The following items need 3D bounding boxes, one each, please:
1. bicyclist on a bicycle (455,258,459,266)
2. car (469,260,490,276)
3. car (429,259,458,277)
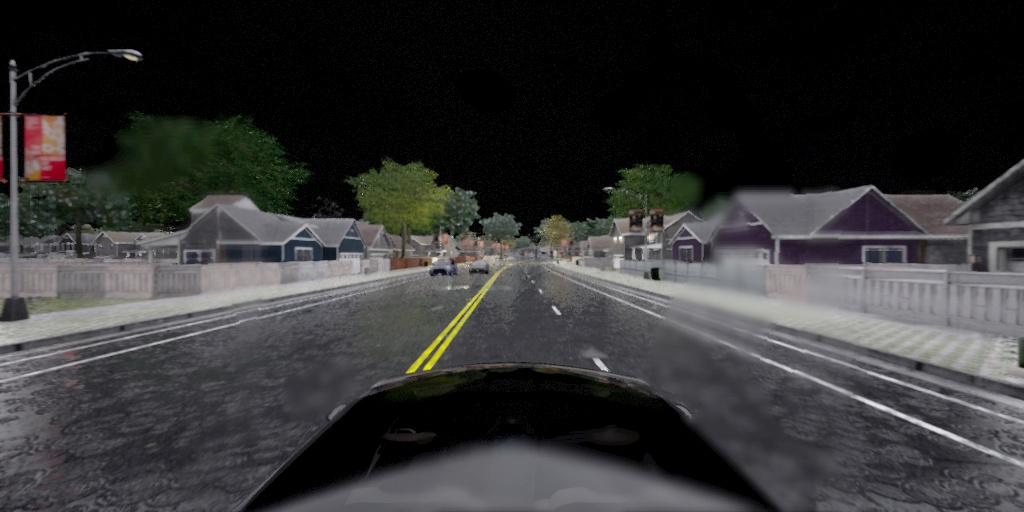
[{"bbox_3d":[-8.372,1.120,54.527,0.582,1.620,1.656,0,0,2],"label":"bicyclist on a bicycle"},{"bbox_3d":[-3.313,1.198,37.460,1.882,1.535,5.008,0,0,0],"label":"car"},{"bbox_3d":[-6.574,1.078,34.832,2.097,1.767,4.553,0,0,0],"label":"car"}]
